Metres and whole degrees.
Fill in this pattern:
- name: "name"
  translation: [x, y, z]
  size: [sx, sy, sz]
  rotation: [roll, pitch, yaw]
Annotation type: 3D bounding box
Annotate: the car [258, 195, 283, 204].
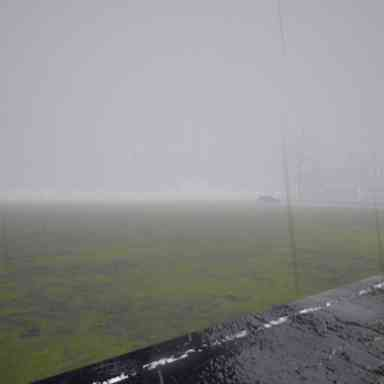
- name: "car"
  translation: [13.946, 1.331, 59.532]
  size: [1.837, 1.490, 4.892]
  rotation: [0, 1, -35]
